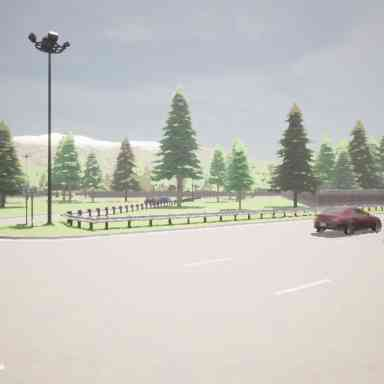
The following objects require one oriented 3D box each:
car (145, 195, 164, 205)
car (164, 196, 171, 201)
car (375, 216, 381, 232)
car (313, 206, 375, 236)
[{"bbox_3d":[-6.777,1.352,58.126,2.097,1.767,4.553,0,0,6],"label":"car"},{"bbox_3d":[-5.648,1.477,69.715,1.882,1.535,5.008,0,0,5],"label":"car"},{"bbox_3d":[11.397,1.547,16.149,5.357,1.411,2.033,0,0,-35],"label":"car"},{"bbox_3d":[8.624,1.526,18.470,4.674,1.442,1.812,0,0,-35],"label":"car"}]
